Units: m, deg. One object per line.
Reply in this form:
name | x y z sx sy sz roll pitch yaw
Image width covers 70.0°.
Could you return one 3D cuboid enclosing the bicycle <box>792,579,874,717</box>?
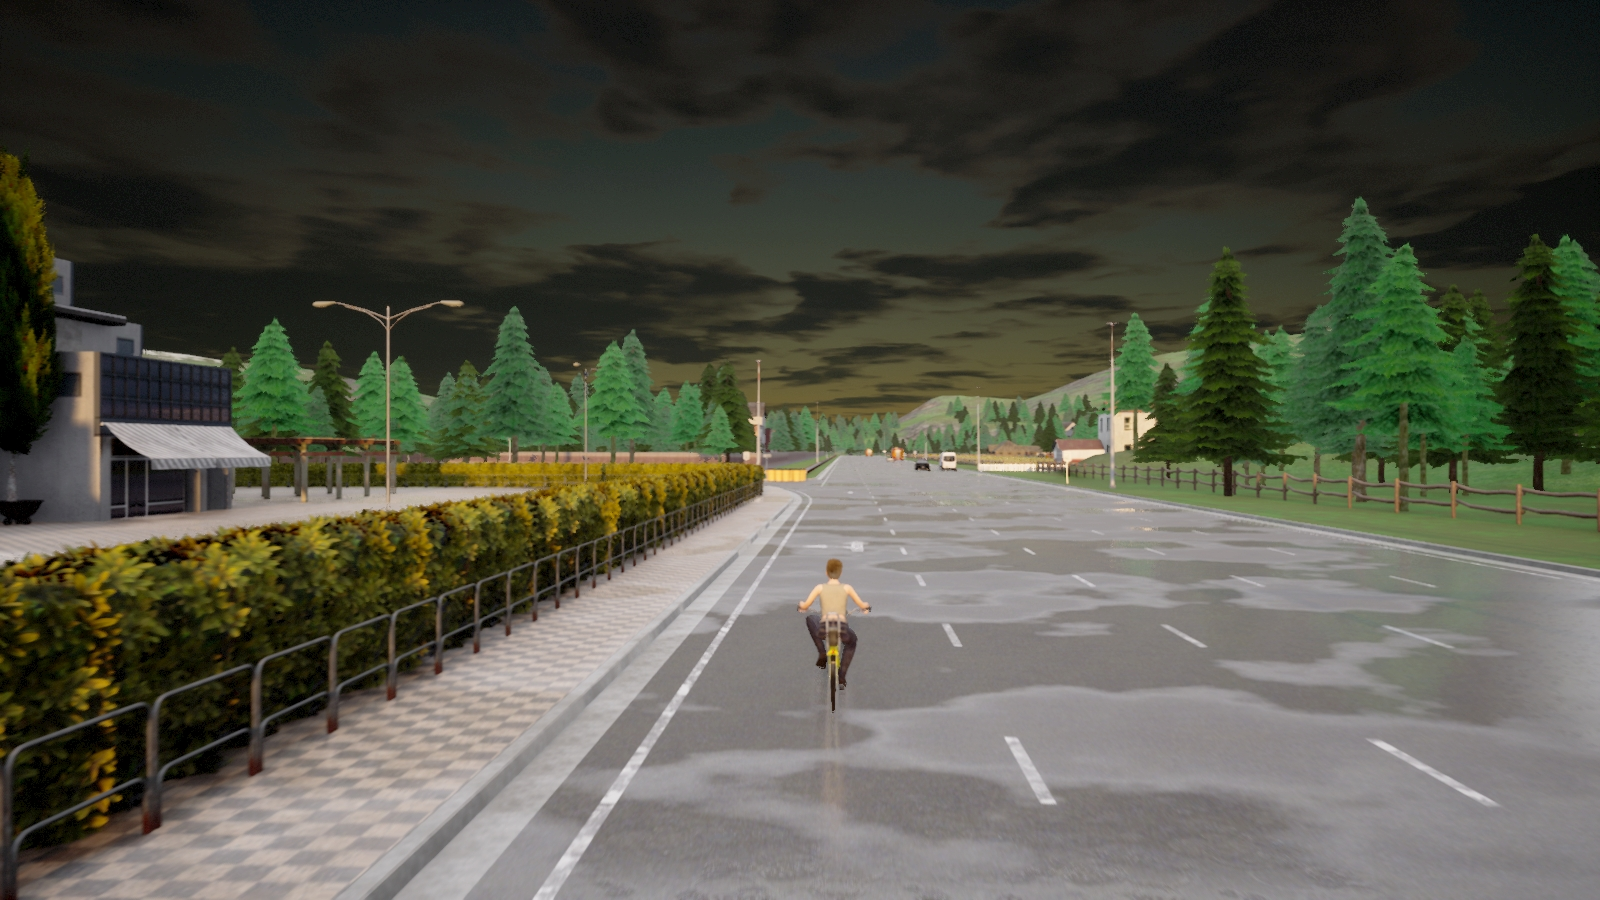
bicycle | 0.377 2.165 12.756 0.859 1.276 1.487 0 0 2
